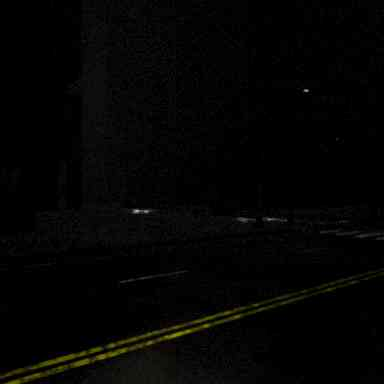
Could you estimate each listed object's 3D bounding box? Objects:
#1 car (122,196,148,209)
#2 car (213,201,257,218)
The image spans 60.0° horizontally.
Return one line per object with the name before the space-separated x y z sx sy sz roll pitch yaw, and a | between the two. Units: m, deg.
car | -8.680 1.593 50.430 2.150 2.045 5.566 0 0 -35
car | 4.065 1.649 32.340 1.882 1.535 5.008 0 0 -35
